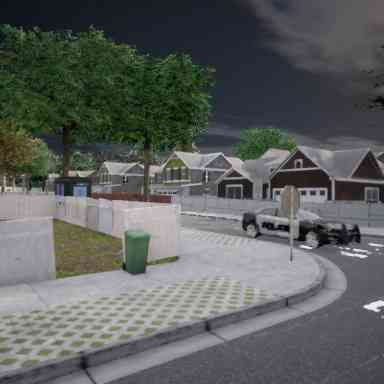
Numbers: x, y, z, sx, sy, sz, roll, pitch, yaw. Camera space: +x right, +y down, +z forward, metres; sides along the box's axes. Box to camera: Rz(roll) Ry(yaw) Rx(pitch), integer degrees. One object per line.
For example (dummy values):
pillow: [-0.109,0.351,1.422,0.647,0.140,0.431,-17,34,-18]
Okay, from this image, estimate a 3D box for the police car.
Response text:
police car: [4.366,1.289,14.115,1.930,1.638,5.238,1,0,-36]
